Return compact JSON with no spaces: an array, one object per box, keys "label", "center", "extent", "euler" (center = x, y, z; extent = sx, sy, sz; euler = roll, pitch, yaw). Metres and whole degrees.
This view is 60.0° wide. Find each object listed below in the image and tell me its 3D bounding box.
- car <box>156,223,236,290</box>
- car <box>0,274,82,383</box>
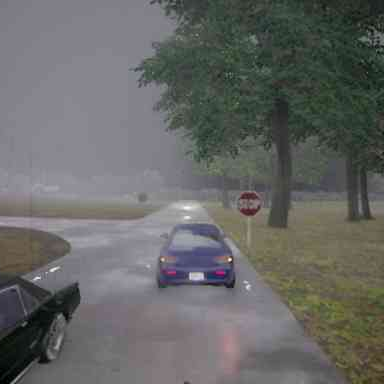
[{"label":"car","center":[0.095,1.589,9.183],"extent":[1.812,1.442,4.674],"euler":[0,0,0]},{"label":"car","center":[-2.751,1.623,3.160],"extent":[1.895,1.301,4.718],"euler":[0,0,1]}]
